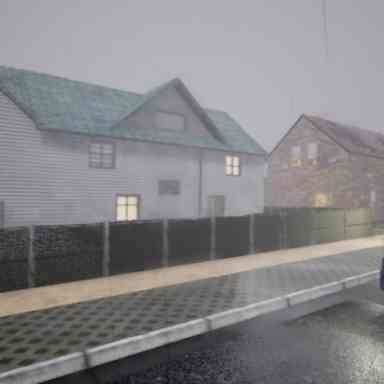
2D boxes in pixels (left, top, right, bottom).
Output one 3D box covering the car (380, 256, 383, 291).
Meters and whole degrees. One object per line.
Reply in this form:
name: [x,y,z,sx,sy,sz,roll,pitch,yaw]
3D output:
car: [6.194,1.371,7.438,4.553,1.767,2.097,0,0,-35]
